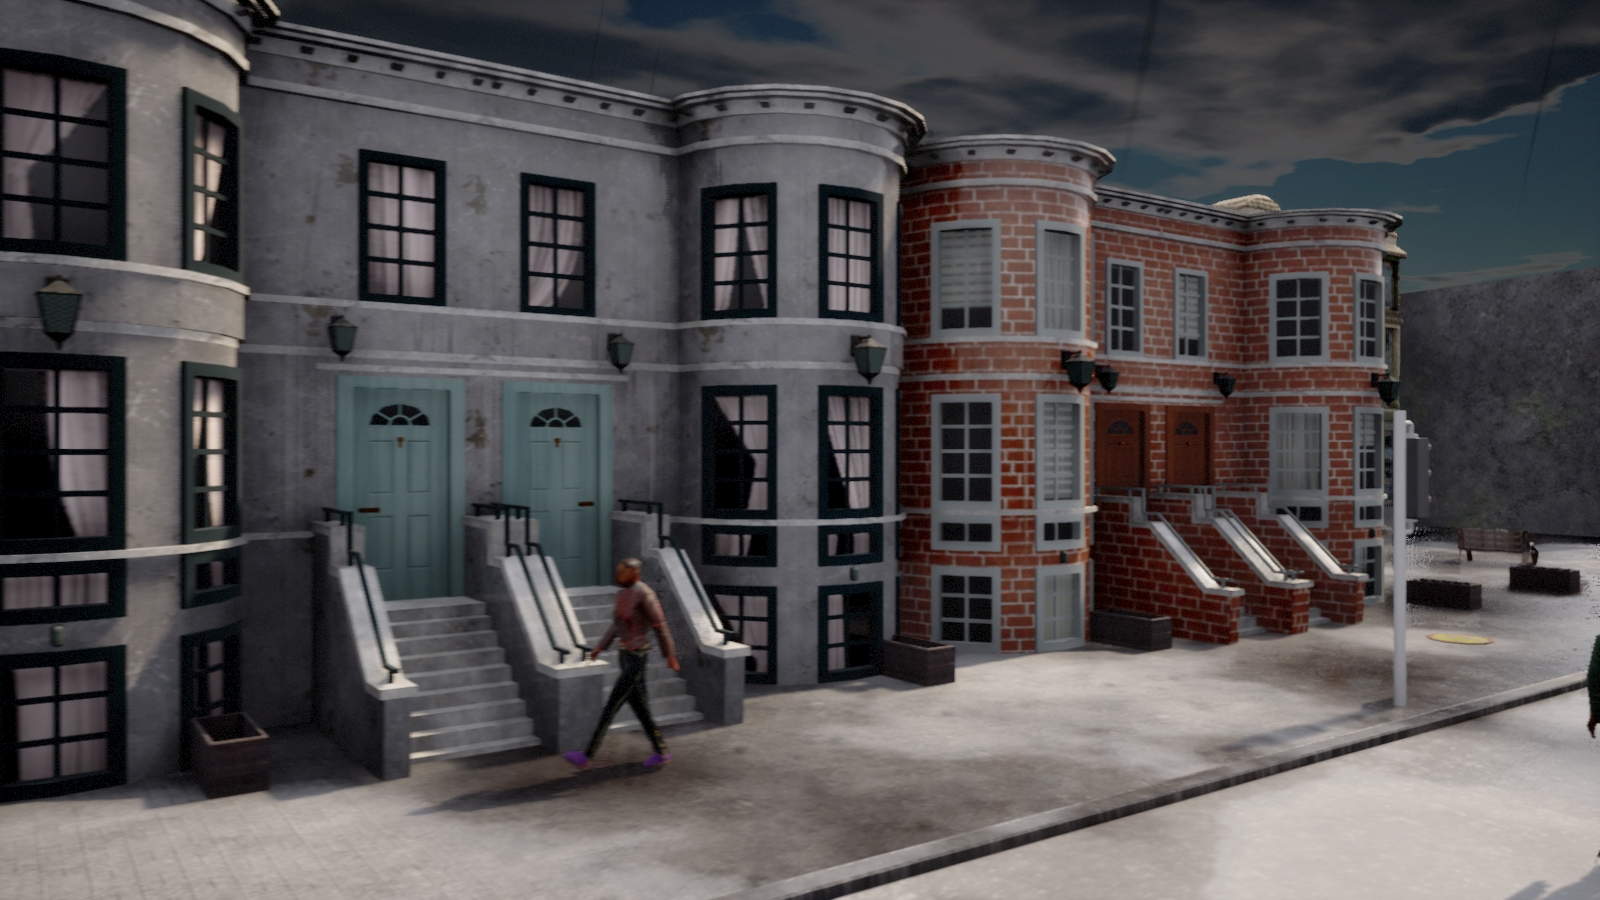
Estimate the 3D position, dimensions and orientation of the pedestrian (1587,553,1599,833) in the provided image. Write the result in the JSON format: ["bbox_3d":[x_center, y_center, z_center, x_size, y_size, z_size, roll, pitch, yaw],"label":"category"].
[{"bbox_3d":[5.556,1.628,7.601,0.375,1.860,0.375,0,0,-17],"label":"pedestrian"}]

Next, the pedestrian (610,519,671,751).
[{"bbox_3d":[-1.336,1.524,9.562,0.375,1.860,0.375,0,0,-35],"label":"pedestrian"}]
